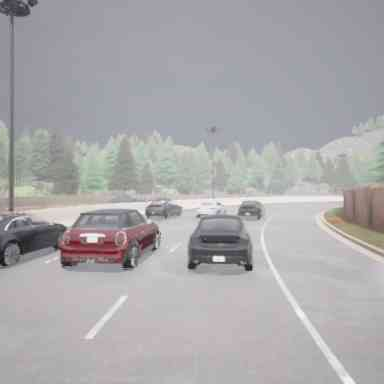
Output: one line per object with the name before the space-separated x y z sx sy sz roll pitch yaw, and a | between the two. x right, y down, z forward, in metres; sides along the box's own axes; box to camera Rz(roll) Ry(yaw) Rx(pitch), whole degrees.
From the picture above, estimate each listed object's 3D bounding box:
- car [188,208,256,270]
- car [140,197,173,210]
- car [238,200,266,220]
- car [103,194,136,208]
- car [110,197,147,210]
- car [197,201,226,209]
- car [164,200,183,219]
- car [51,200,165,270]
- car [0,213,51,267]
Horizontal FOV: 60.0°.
car | 0.996 1.489 11.061 1.837 1.490 4.892 0 0 7
car | -4.433 1.422 42.356 1.837 1.490 4.892 0 0 25
car | 5.130 1.471 28.351 1.837 1.490 4.892 0 0 18
car | -10.094 1.244 46.717 2.097 1.767 4.553 0 0 26
car | -8.074 1.452 42.989 2.033 1.411 5.357 0 0 24
car | 1.743 1.481 29.269 1.812 1.442 4.674 0 0 18
car | -2.277 1.438 28.156 2.128 1.511 4.902 0 0 18
car | -2.490 1.326 11.235 2.097 1.767 4.553 0 0 7
car | -6.010 1.456 11.278 2.128 1.511 4.902 0 0 7
